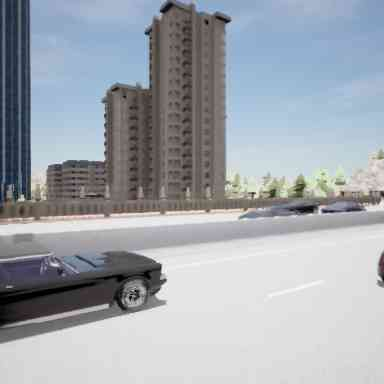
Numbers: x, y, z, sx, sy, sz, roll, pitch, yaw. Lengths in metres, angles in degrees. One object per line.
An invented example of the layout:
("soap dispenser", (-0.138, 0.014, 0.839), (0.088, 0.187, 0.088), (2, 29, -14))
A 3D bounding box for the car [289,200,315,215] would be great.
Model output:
("car", (10.606, 1.518, 33.043), (5.008, 1.535, 1.882), (0, 0, -36))

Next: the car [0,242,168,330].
("car", (-2.836, 1.601, 6.021), (4.718, 1.301, 1.895), (0, 0, -35))

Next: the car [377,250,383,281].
("car", (6.544, 1.573, 8.408), (4.181, 1.385, 1.994), (0, 0, -35))

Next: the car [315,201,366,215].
("car", (14.363, 1.594, 31.418), (5.357, 1.411, 2.033), (0, 0, -35))

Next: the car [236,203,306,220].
("car", (4.581, 1.579, 20.147), (4.181, 1.385, 1.994), (0, 0, -35))
